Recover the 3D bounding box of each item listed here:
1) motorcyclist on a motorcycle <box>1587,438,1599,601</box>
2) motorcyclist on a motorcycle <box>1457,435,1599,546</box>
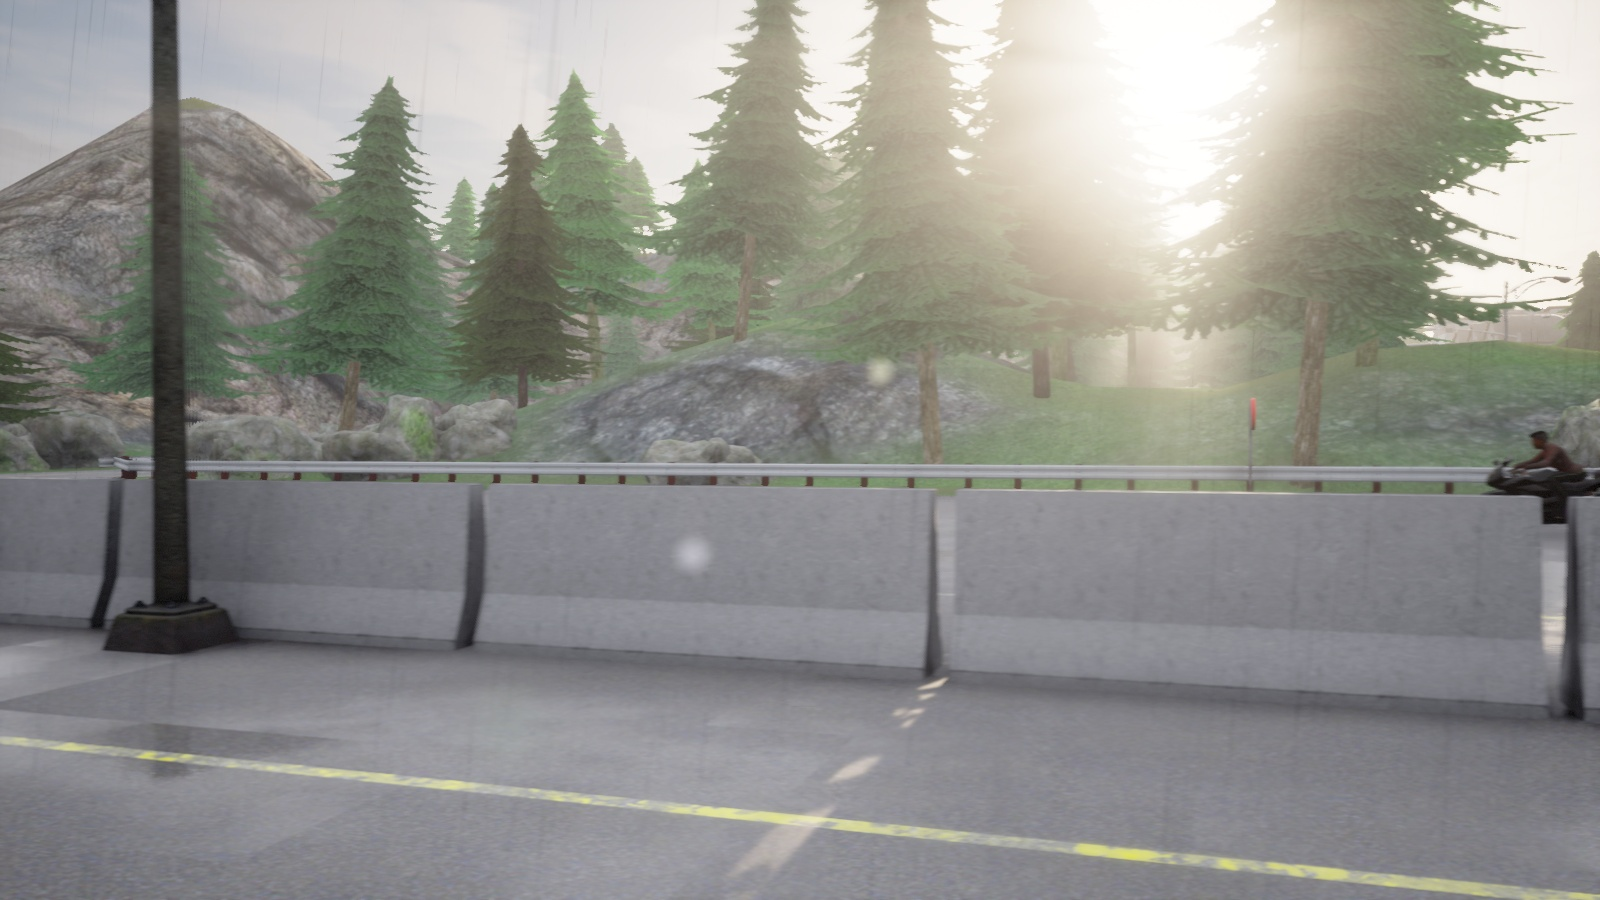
[{"bbox_3d":[8.451,0.658,11.423,2.044,1.523,0.797,1,1,19],"label":"motorcyclist on a motorcycle"},{"bbox_3d":[10.668,0.560,18.062,2.044,1.523,0.797,1,1,19],"label":"motorcyclist on a motorcycle"}]
